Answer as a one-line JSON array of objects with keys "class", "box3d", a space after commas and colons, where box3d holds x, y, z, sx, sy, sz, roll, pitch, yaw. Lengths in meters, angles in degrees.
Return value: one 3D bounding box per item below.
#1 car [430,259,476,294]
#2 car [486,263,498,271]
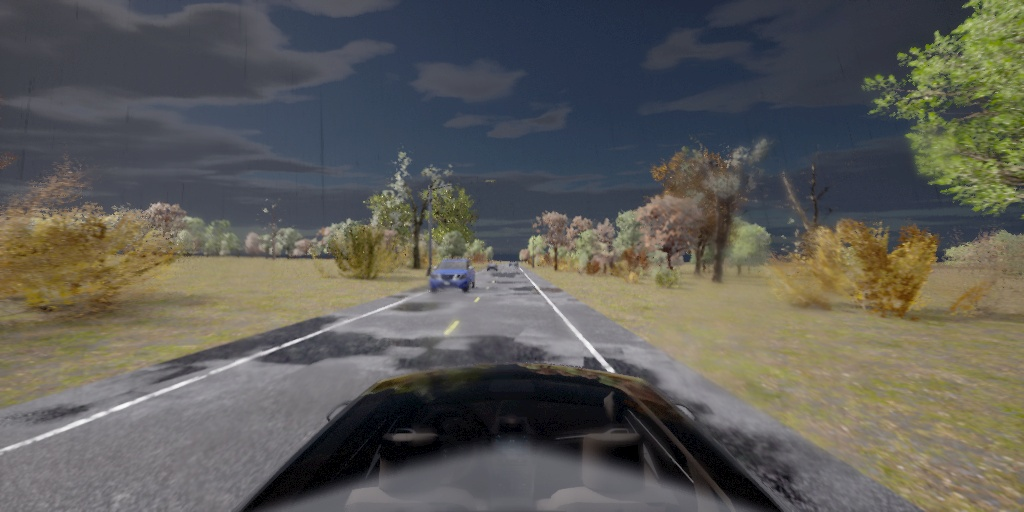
[{"class": "car", "box3d": [-3.566, 1.186, 22.527, 2.150, 2.045, 5.566, 0, -1, 0]}, {"class": "car", "box3d": [-3.436, 1.955, 62.979, 2.033, 1.411, 5.357, 0, -1, 1]}]
